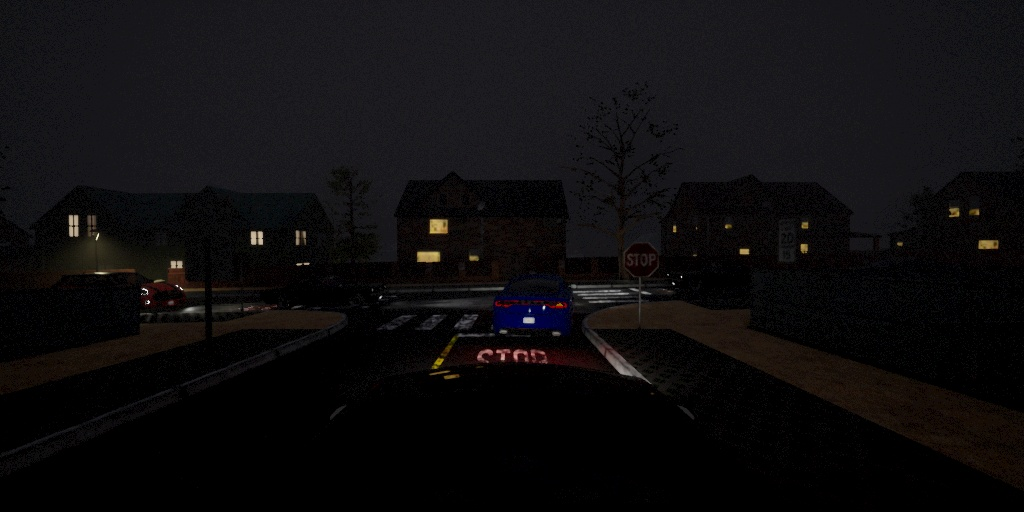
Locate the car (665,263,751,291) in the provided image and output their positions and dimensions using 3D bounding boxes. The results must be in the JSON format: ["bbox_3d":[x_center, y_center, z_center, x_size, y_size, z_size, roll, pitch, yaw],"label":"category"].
[{"bbox_3d":[10.396,1.034,18.256,4.718,1.301,1.895,-1,1,-1],"label":"car"}]

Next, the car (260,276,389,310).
[{"bbox_3d":[-7.823,1.506,15.314,4.718,1.301,1.895,-1,1,0],"label":"car"}]

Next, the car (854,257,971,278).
[{"bbox_3d":[20.042,0.753,18.300,5.357,1.411,2.033,-1,1,0],"label":"car"}]

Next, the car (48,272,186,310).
[{"bbox_3d":[-16.811,1.471,15.298,4.553,1.767,2.097,-1,1,0],"label":"car"}]

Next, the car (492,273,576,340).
[{"bbox_3d":[0.779,1.226,10.113,1.882,1.535,5.008,0,0,10],"label":"car"}]
